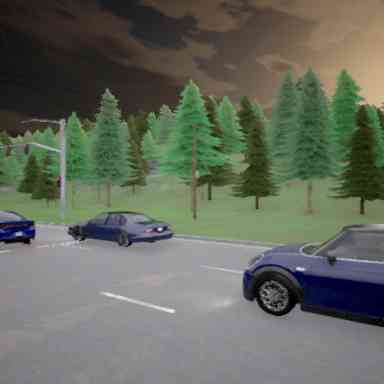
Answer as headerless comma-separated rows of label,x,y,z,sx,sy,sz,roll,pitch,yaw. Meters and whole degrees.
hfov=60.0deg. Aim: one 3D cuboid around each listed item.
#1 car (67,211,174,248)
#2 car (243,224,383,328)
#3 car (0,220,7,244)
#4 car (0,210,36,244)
car,-3.338,1.568,14.967,5.357,1.411,2.033,0,0,35
car,3.213,1.354,5.996,4.553,1.767,2.097,0,0,36
car,-7.342,1.525,9.226,4.892,1.490,1.837,0,0,36
car,-8.872,1.505,14.616,5.008,1.535,1.882,0,0,35
